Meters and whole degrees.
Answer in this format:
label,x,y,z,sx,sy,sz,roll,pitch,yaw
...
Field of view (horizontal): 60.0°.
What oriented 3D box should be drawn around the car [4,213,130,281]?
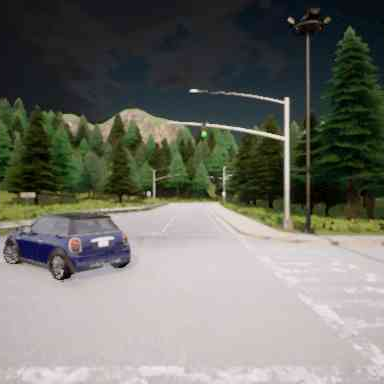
label,x,y,z,sx,sy,sz,roll,pitch,yaw
car,-4.009,1.433,10.412,4.553,1.767,2.097,-1,0,41
